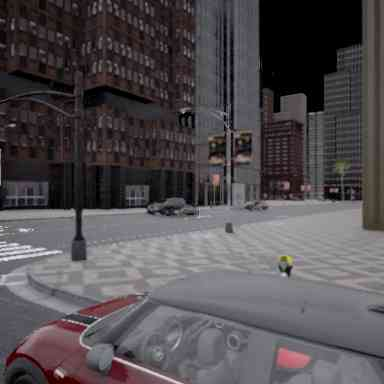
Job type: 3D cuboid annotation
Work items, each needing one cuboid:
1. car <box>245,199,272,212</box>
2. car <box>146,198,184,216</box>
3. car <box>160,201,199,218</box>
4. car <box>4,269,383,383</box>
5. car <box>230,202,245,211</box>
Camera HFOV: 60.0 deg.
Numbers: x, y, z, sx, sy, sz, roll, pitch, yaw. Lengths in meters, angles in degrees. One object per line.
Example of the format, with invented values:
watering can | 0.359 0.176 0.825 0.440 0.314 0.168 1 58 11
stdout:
car | 10.638 2.296 52.300 1.837 1.490 4.892 0 -1 35
car | -2.868 1.707 38.955 2.150 2.045 5.566 0 -1 35
car | -1.022 2.030 35.931 1.994 1.385 4.181 0 -1 35
car | 0.155 1.442 2.852 4.097 1.590 1.967 0 0 36
car | 7.997 2.323 54.193 1.812 1.442 4.674 0 -1 35
